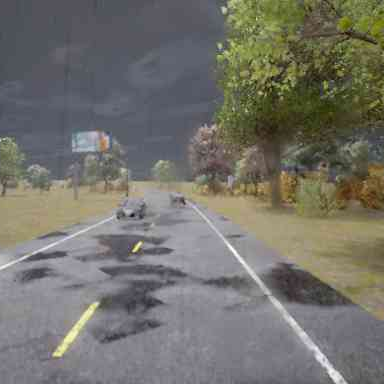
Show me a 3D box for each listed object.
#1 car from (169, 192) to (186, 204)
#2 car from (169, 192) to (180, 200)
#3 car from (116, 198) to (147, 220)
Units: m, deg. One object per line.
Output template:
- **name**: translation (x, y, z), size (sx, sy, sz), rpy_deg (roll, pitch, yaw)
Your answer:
- **car**: translation (-1.922, 0.907, 45.241), size (1.812, 1.442, 4.674), rpy_deg (-1, 1, -4)
- **car**: translation (-3.385, 0.716, 64.029), size (1.895, 1.301, 4.718), rpy_deg (-1, 1, -5)
- **car**: translation (-4.457, 1.195, 25.052), size (2.128, 1.511, 4.902), rpy_deg (-1, 1, -3)
